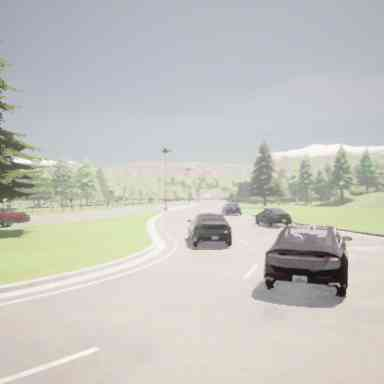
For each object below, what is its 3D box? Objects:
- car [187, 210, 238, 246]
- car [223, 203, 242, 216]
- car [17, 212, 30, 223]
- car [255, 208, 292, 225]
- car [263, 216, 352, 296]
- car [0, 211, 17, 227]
[{"bbox_3d":[0.857,1.868,17.350,1.837,1.490,4.892,1,-1,-4],"label":"car"},{"bbox_3d":[5.391,2.248,45.282,2.097,1.767,4.553,-1,-1,-1],"label":"car"},{"bbox_3d":[-18.755,2.525,33.982,1.994,1.385,4.181,-1,-1,20],"label":"car"},{"bbox_3d":[6.589,2.022,27.073,1.812,1.442,4.674,-1,-1,-7],"label":"car"},{"bbox_3d":[3.280,1.653,9.225,2.128,1.511,4.902,-1,-1,24],"label":"car"},{"bbox_3d":[-17.539,2.166,27.749,2.097,1.767,4.553,-1,-1,23],"label":"car"}]
